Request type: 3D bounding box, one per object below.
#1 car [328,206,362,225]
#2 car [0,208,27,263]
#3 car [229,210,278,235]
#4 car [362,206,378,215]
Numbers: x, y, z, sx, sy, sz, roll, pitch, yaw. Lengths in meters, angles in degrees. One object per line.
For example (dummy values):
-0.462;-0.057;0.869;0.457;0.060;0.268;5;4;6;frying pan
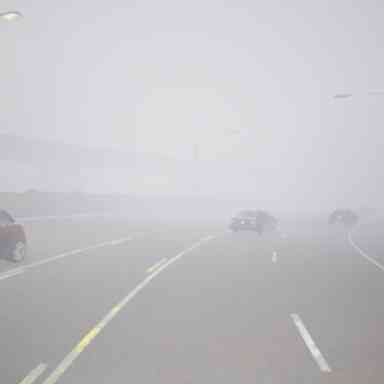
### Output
13.910;2.195;30.476;1.994;1.385;4.181;1;-1;35;car
-6.467;1.199;8.659;2.097;1.767;4.553;2;0;8;car
3.992;1.831;20.967;2.033;1.411;5.357;1;-1;27;car
26.676;2.835;50.752;4.181;1.385;1.994;3;-2;-42;car
